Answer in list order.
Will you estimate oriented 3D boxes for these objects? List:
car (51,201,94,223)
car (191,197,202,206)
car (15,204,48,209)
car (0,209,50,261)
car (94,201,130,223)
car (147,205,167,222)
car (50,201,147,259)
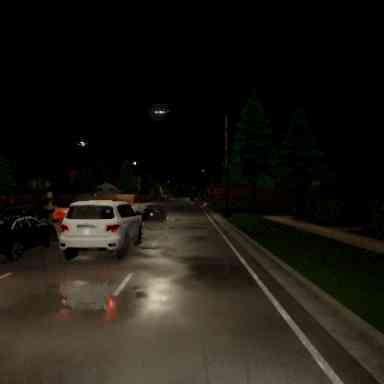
[{"bbox_3d":[-10.401,1.673,29.343,2.097,1.767,4.553,0,-1,0],"label":"car"},{"bbox_3d":[1.241,2.221,70.196,1.801,1.575,5.366,0,-1,0],"label":"car"},{"bbox_3d":[-14.178,1.830,29.645,1.837,1.490,4.892,0,0,0],"label":"car"},{"bbox_3d":[-6.907,1.634,12.845,2.128,1.511,4.902,0,-1,0],"label":"car"},{"bbox_3d":[-6.901,1.673,29.333,2.097,1.767,4.553,0,-1,0],"label":"car"},{"bbox_3d":[-3.400,1.893,30.134,1.994,1.385,4.181,0,-1,0],"label":"car"},{"bbox_3d":[-3.404,1.369,13.451,2.150,2.045,5.566,0,-1,0],"label":"car"}]
